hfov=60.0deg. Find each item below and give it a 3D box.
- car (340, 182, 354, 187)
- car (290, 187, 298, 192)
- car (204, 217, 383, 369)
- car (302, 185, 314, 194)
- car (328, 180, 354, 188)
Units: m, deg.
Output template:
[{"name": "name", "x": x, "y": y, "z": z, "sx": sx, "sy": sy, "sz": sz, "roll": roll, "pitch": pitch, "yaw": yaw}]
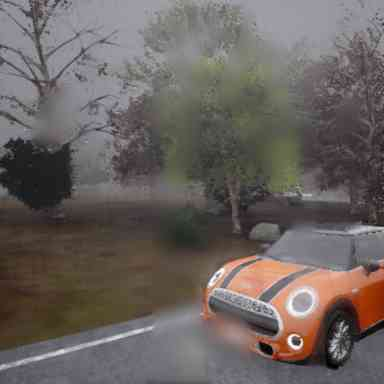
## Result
[{"name": "car", "x": 35.938, "y": -1.848, "z": 75.656, "sx": 4.902, "sy": 1.511, "sz": 2.128, "roll": -3, "pitch": 2, "yaw": -11}, {"name": "car", "x": 21.717, "y": -0.643, "z": 69.982, "sx": 1.994, "sy": 1.385, "sz": 4.181, "roll": -2, "pitch": 3, "yaw": 36}, {"name": "car", "x": 2.376, "y": 1.392, "z": 5.944, "sx": 4.553, "sy": 1.767, "sz": 2.097, "roll": 0, "pitch": 0, "yaw": -38}, {"name": "car", "x": 22.855, "y": -0.533, "z": 65.422, "sx": 2.128, "sy": 1.511, "sz": 4.902, "roll": -2, "pitch": 3, "yaw": 26}, {"name": "car", "x": 35.378, "y": -1.939, "z": 78.854, "sx": 5.357, "sy": 1.411, "sz": 2.033, "roll": -3, "pitch": 2, "yaw": -11}]
